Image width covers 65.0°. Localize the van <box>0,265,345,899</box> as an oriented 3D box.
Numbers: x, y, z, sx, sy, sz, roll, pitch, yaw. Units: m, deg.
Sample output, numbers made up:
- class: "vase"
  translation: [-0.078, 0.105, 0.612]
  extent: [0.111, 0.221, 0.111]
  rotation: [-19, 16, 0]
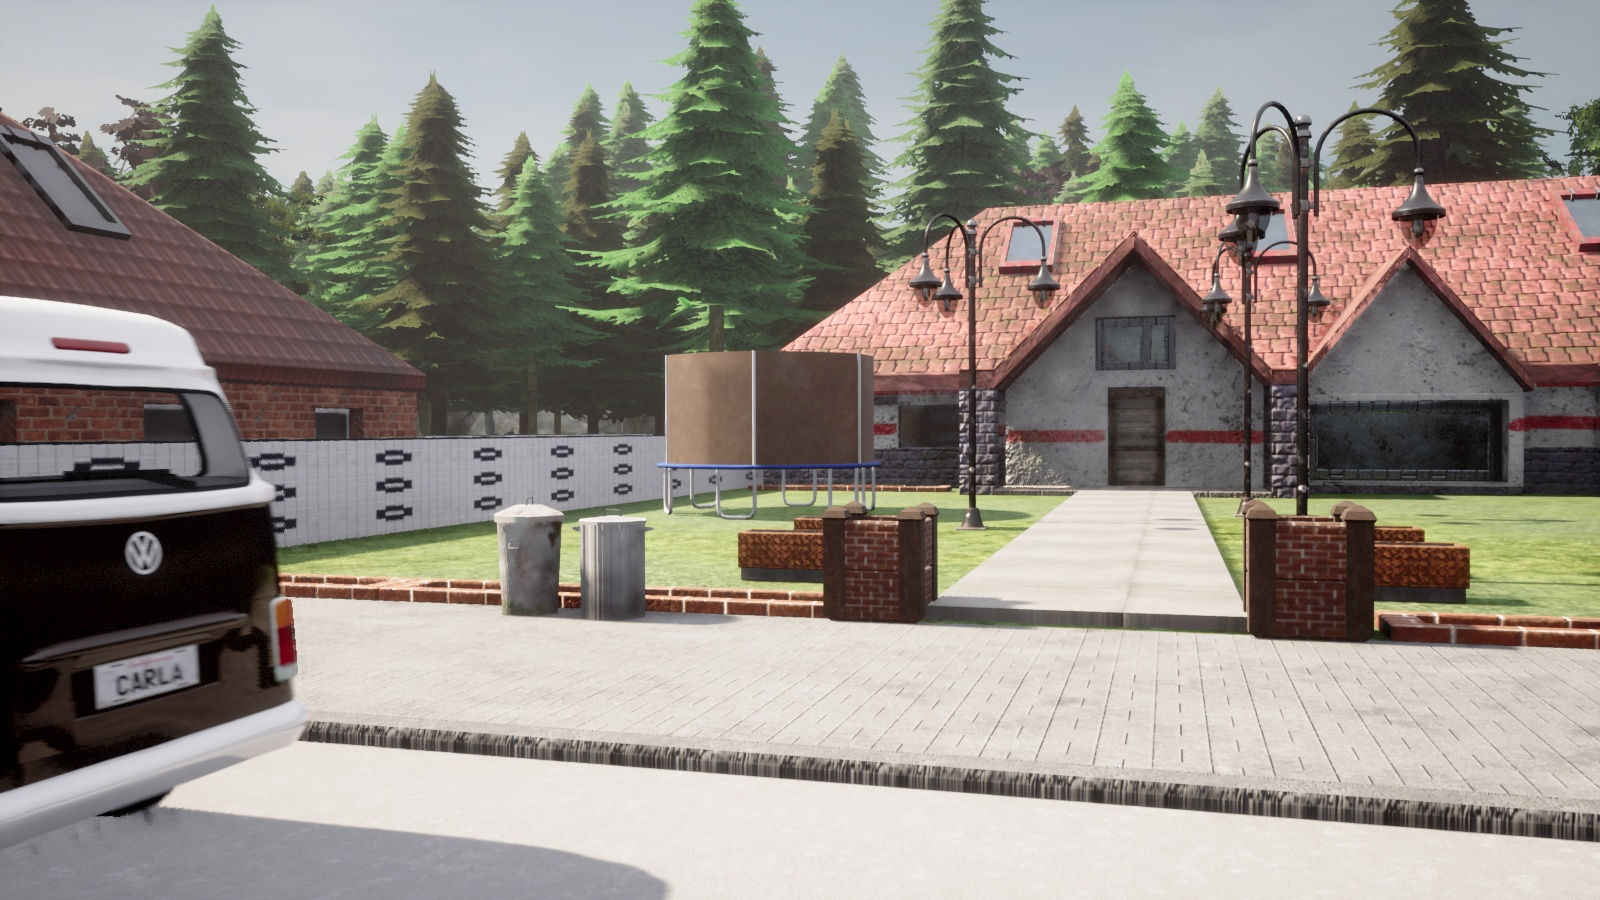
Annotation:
- class: "van"
  translation: [-4.319, 0.457, 4.815]
  extent: [4.480, 2.038, 2.069]
  rotation: [0, 1, 16]
